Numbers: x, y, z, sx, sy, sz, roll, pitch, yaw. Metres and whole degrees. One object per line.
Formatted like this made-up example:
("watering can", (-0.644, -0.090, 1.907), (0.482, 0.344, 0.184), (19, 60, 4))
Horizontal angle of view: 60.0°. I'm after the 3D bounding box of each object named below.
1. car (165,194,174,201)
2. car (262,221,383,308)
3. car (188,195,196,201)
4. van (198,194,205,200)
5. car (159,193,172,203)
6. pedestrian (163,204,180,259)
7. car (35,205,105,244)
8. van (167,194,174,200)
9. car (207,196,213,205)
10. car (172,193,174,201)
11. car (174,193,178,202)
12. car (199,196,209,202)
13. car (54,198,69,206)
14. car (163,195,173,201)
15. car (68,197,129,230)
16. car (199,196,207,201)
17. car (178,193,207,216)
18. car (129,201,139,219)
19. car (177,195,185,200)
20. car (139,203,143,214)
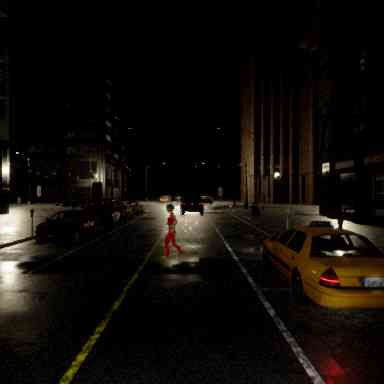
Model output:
("car", (-5.859, 1.331, 87.401), (2.192, 1.841, 5.009), (0, 0, 0))
("car", (2.991, 1.455, 8.014), (1.801, 1.575, 5.366), (0, 0, 0))
("car", (-0.101, 1.533, 89.639), (2.128, 1.511, 4.902), (0, 0, 0))
("van", (2.659, 1.361, 93.036), (1.690, 1.788, 3.998), (0, 0, 0))
("car", (-5.840, 1.448, 70.572), (1.967, 1.590, 4.097), (0, 0, 0))
("pedestrian", (-0.684, 1.293, 11.005), (0.375, 1.860, 0.375), (0, 0, 0))
("car", (-5.778, 1.544, 15.773), (1.887, 1.381, 4.507), (0, 0, 0))
("van", (-5.866, 1.361, 93.009), (1.690, 1.788, 3.998), (0, 0, 0))
("car", (2.697, 1.445, 59.383), (1.967, 1.590, 4.097), (0, 0, 0))
("car", (-5.847, 1.450, 76.182), (1.967, 1.590, 4.097), (0, 0, 0))
("car", (-3.088, 1.236, 77.605), (2.150, 2.045, 5.566), (0, 0, 0))
("car", (2.678, 1.561, 76.209), (2.008, 1.369, 4.403), (0, 0, 0))
("car", (-17.051, 1.462, 47.477), (4.892, 1.490, 1.837), (0, 0, -1))
("car", (-5.853, 1.564, 81.791), (2.008, 1.369, 4.403), (0, 0, 0))
("car", (-5.784, 1.315, 21.375), (2.192, 1.841, 5.009), (0, 0, 0))
("car", (2.672, 1.579, 81.818), (1.947, 1.339, 4.313), (0, 0, 0))
("car", (0.042, 1.221, 32.883), (2.150, 2.045, 5.566), (0, 0, 0))
("car", (-5.791, 1.525, 26.807), (1.752, 1.417, 4.829), (0, 0, 0))
("car", (-3.106, 1.543, 93.646), (1.994, 1.385, 4.181), (0, 0, 0))
("car", (-5.797, 1.525, 32.409), (1.752, 1.417, 4.829), (0, 0, 0))
